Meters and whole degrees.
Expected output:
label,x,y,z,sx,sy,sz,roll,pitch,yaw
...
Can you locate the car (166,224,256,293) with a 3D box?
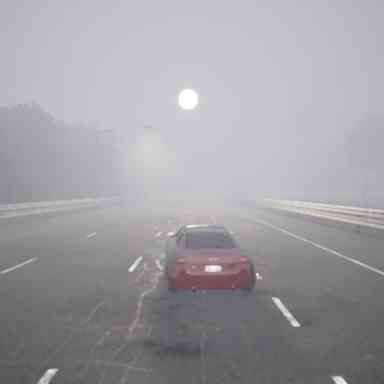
label,x,y,z,sx,sy,sz,roll,pitch,yaw
car,0.308,1.553,8.912,1.994,1.385,4.181,0,0,-4
